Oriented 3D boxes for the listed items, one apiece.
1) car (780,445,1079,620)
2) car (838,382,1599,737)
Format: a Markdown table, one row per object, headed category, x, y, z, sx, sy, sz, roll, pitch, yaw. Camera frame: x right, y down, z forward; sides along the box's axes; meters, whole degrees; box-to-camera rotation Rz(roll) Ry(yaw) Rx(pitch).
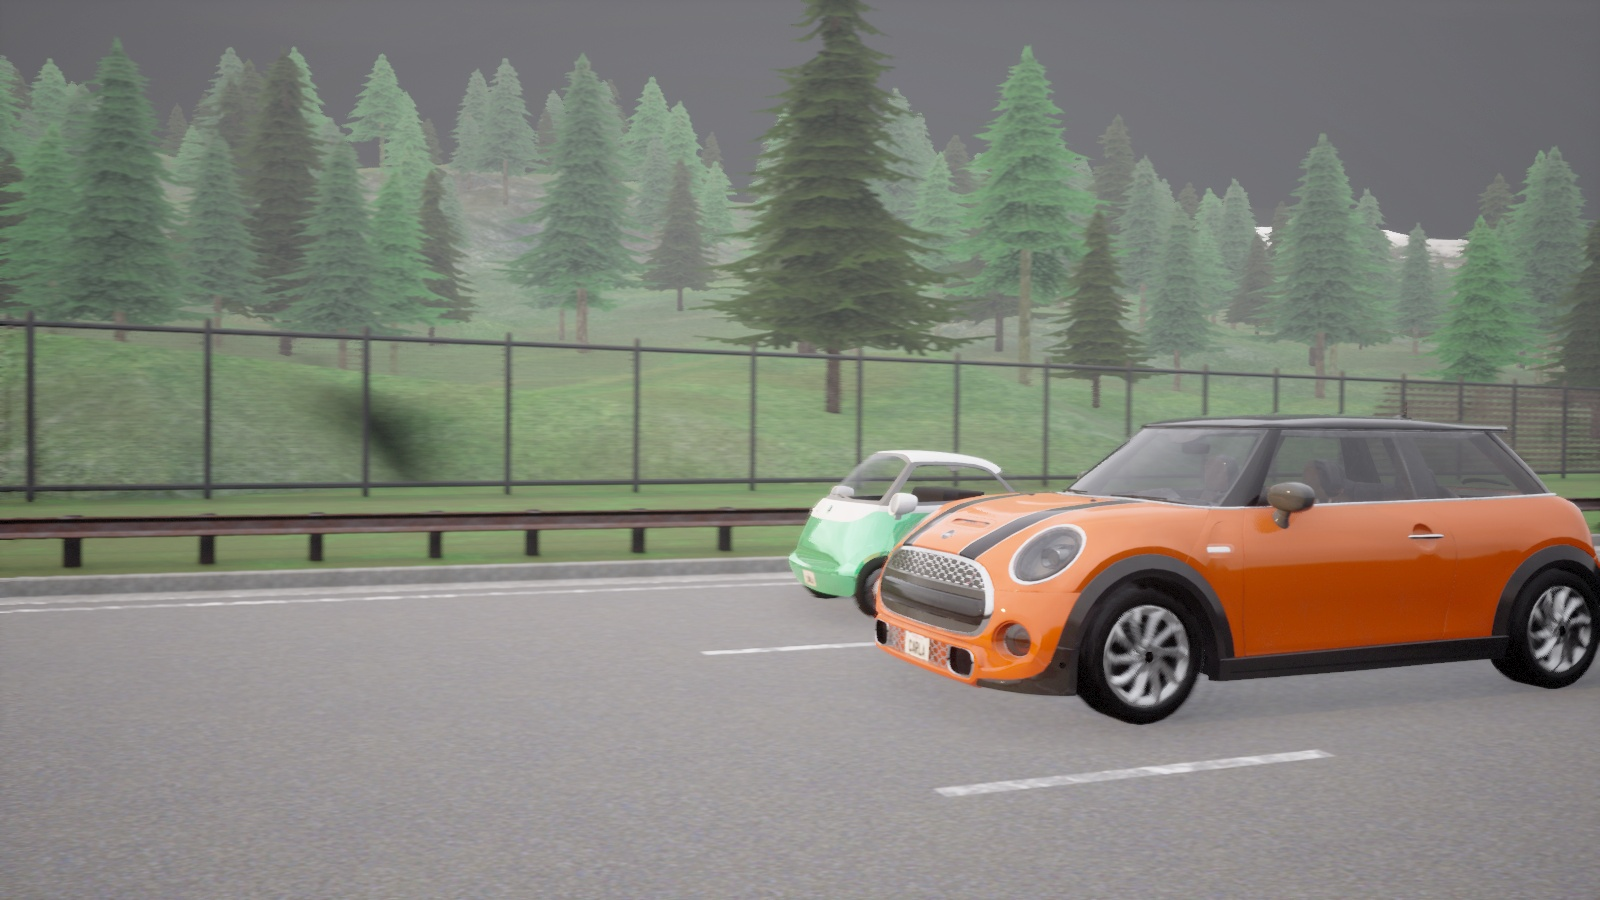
| category | x | y | z | sx | sy | sz | roll | pitch | yaw |
| --- | --- | --- | --- | --- | --- | --- | --- | --- | --- |
| car | 1.119 | 0.659 | 11.152 | 2.207 | 1.376 | 1.481 | -1 | 1 | -21 |
| car | 2.759 | 0.496 | 8.028 | 4.553 | 1.767 | 2.097 | -1 | 1 | -21 |
